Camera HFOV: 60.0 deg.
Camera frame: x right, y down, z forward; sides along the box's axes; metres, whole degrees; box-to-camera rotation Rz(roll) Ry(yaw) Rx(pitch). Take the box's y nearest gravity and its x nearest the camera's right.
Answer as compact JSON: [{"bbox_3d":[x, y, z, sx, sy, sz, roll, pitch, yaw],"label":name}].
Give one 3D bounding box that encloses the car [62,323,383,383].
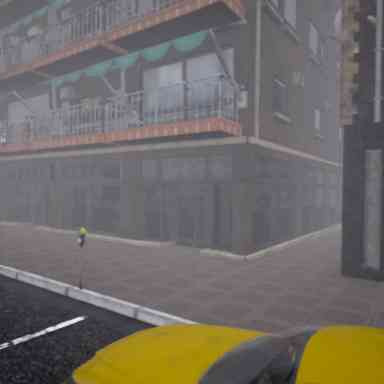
[{"bbox_3d":[1.094,1.521,2.094,4.829,1.417,1.752,1,1,35],"label":"car"}]
